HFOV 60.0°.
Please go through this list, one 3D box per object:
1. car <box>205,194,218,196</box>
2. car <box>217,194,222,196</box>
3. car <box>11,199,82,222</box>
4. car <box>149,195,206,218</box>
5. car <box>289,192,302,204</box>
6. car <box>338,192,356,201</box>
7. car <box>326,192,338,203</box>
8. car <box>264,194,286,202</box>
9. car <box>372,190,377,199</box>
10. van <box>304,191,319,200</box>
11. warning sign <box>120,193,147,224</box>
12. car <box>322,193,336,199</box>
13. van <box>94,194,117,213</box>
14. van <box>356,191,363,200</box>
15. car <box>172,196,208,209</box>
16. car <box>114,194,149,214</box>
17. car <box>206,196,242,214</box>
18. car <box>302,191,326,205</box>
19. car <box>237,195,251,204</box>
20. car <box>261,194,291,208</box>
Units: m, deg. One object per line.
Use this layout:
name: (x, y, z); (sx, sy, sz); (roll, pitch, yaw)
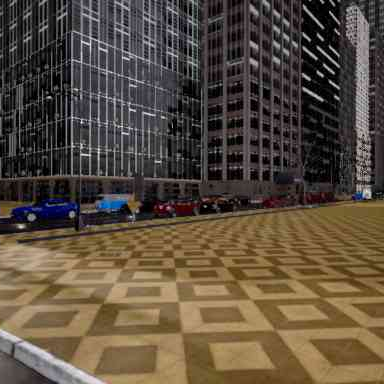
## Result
car: (0.137, 1.251, 32.753); (1.837, 1.490, 4.892); (0, 0, 41)
car: (2.092, 1.033, 39.907); (2.097, 1.767, 4.553); (0, 1, 42)
car: (-10.787, 1.319, 24.899); (1.882, 1.535, 5.008); (0, 1, 41)
car: (-1.116, 1.241, 27.101); (1.967, 1.590, 4.097); (1, 1, 41)
car: (13.955, 1.083, 48.943); (1.837, 1.490, 4.892); (0, 1, 41)
car: (28.480, 0.957, 61.895); (1.752, 1.417, 4.829); (1, 1, 41)
car: (20.975, 0.840, 53.116); (2.192, 1.841, 5.009); (1, 1, 41)
car: (14.618, 1.057, 58.582); (1.947, 1.339, 4.313); (1, 1, 41)
car: (39.461, 0.848, 74.737); (2.008, 1.369, 4.403); (1, 1, 41)
van: (25.711, 0.695, 71.549); (1.690, 1.788, 3.998); (1, 1, 41)
warning sign: (-3.620, 0.977, 20.725); (1.300, 1.860, 1.060); (0, 0, 41)
car: (33.106, 0.829, 80.200); (1.947, 1.339, 4.313); (1, 1, 41)
van: (-7.657, 1.107, 32.719); (1.690, 1.788, 3.998); (1, 1, 41)
van: (35.765, 0.683, 70.410); (1.690, 1.788, 3.998); (1, 1, 41)
car: (-0.178, 1.219, 41.295); (1.887, 1.381, 4.507); (1, 1, 41)
car: (-4.635, 1.242, 32.092); (1.882, 1.535, 5.008); (0, 1, 40)
car: (2.538, 1.320, 31.462); (1.947, 1.339, 4.313); (1, 1, 41)
car: (17.278, 0.885, 48.793); (2.192, 1.841, 5.009); (1, 1, 41)
car: (7.222, 1.148, 49.935); (1.947, 1.339, 4.313); (1, 1, 41)
car: (9.882, 1.244, 40.151); (1.802, 1.307, 4.206); (1, 1, 41)
